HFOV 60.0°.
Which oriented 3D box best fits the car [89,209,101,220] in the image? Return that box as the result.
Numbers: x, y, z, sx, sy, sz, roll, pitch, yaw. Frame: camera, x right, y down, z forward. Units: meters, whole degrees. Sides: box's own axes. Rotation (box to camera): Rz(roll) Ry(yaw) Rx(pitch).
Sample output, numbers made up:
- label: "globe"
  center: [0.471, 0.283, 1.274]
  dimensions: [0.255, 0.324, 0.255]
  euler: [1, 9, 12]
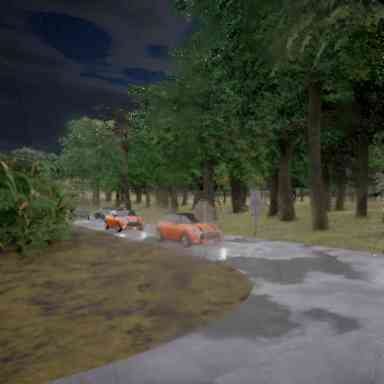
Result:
- label: "car"
  center: [-10.628, 2.692, 40.936]
  dimensions: [2.033, 1.411, 5.357]
  euler: [0, -1, -32]

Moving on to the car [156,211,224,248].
- label: "car"
  center: [-0.221, 1.976, 18.501]
  dimensions: [2.097, 1.767, 4.553]
  euler: [0, -2, -32]

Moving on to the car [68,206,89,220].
- label: "car"
  center: [-13.755, 2.669, 40.429]
  dimensions: [1.837, 1.490, 4.892]
  euler: [0, -1, -31]

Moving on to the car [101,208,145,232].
- label: "car"
  center: [-5.506, 2.220, 27.049]
  dimensions: [2.097, 1.767, 4.553]
  euler: [0, -1, -32]

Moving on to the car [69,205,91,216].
- label: "car"
  center: [-17.522, 2.871, 51.967]
  dimensions: [2.128, 1.511, 4.902]
  euler: [0, -1, -33]
